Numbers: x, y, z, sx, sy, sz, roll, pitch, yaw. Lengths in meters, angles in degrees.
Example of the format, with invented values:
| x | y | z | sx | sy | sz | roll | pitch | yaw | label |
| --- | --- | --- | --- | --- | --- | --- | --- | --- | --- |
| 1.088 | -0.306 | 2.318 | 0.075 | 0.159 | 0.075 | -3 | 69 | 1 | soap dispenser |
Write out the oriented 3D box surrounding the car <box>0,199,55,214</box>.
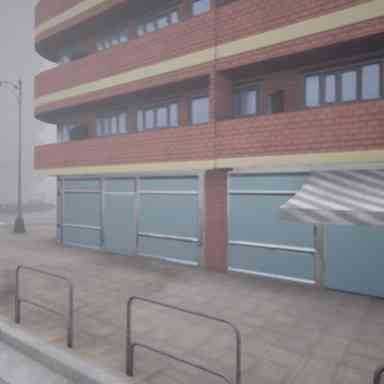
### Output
| x | y | z | sx | sy | sz | roll | pitch | yaw | label |
| --- | --- | --- | --- | --- | --- | --- | --- | --- | --- |
| -15.464 | 1.341 | 30.962 | 1.895 | 1.301 | 4.718 | 1 | 0 | 36 | car |
